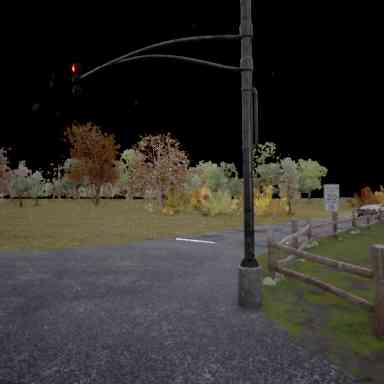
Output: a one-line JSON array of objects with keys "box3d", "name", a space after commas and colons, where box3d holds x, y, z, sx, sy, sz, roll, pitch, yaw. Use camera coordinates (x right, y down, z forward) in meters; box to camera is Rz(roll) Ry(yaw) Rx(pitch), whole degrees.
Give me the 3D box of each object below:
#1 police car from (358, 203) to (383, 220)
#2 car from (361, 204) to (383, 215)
[{"box3d": [19.298, 2.044, 35.622, 1.930, 1.638, 5.238, -2, -2, 40], "name": "police car"}, {"box3d": [26.087, 2.435, 47.887, 2.033, 1.411, 5.357, -1, -2, 40], "name": "car"}]
